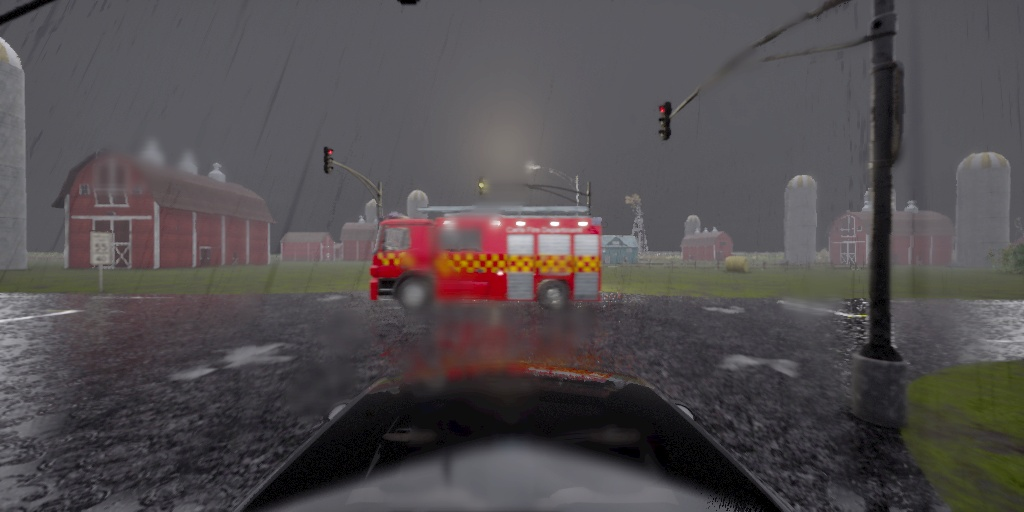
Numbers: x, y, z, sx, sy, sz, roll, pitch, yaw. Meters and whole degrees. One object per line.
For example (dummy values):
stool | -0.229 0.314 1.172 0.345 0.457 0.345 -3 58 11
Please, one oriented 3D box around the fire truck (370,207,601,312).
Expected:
fire truck | -0.915 0.076 14.166 8.468 3.827 2.891 0 0 0
